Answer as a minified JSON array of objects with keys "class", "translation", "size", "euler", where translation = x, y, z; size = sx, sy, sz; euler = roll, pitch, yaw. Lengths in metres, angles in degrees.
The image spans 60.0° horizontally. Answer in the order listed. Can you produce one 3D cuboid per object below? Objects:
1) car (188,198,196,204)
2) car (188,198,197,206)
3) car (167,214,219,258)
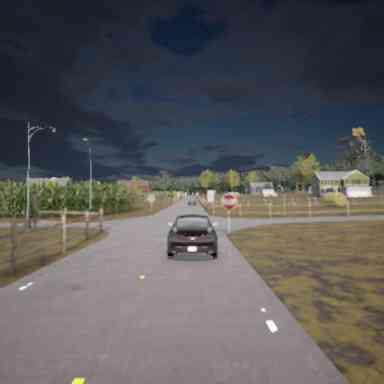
[{"class":"car","translation":[0.057,2.212,84.459],"size":[2.033,1.411,5.357],"euler":[0,0,0]},{"class":"car","translation":[0.051,2.313,74.450],"size":[1.994,1.385,4.181],"euler":[0,0,0]},{"class":"car","translation":[0.034,1.657,13.513],"size":[1.837,1.490,4.892],"euler":[0,0,1]}]
